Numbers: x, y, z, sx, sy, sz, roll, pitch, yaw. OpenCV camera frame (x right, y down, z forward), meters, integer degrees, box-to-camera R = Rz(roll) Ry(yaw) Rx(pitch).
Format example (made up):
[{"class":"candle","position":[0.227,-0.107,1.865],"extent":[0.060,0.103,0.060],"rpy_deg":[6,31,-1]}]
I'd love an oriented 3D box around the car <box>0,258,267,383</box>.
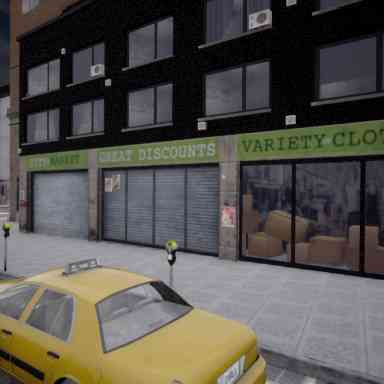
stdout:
[{"class":"car","position":[-1.540,1.524,4.190],"extent":[4.829,1.417,1.752],"rpy_deg":[0,1,36]}]
